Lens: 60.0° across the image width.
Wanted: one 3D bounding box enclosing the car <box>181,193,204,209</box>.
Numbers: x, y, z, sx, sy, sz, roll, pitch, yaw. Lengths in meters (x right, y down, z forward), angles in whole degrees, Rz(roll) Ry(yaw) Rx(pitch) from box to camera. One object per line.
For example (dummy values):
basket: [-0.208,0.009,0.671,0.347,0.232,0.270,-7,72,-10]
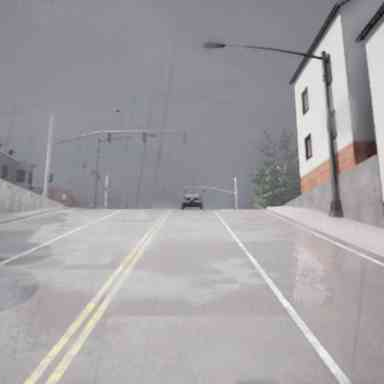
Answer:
car: [0.021,0.826,28.652,2.033,1.411,5.357,0,-4,0]
